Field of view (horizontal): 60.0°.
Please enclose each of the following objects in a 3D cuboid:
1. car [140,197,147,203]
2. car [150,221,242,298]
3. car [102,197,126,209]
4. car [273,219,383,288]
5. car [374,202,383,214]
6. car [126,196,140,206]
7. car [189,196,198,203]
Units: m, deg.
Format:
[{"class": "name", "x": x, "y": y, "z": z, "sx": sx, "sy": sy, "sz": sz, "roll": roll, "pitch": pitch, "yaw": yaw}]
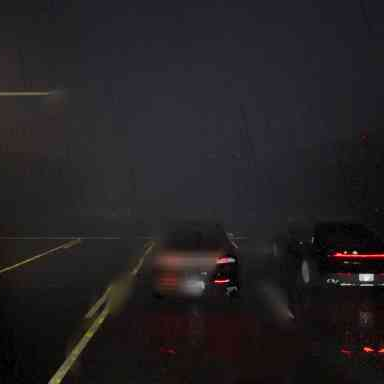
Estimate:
[{"class": "car", "x": -10.351, "y": 1.601, "z": 67.643, "sx": 1.895, "sy": 1.301, "sz": 4.718, "roll": 0, "pitch": 0, "yaw": 0}, {"class": "car", "x": 0.095, "y": 1.492, "z": 8.476, "sx": 2.128, "sy": 1.511, "sz": 4.902, "roll": 0, "pitch": 0, "yaw": 0}, {"class": "car", "x": -10.497, "y": 1.601, "z": 44.241, "sx": 1.895, "sy": 1.301, "sz": 4.718, "roll": 0, "pitch": 0, "yaw": 0}, {"class": "car", "x": 3.600, "y": 1.505, "z": 9.240, "sx": 1.837, "sy": 1.490, "sz": 4.892, "roll": 0, "pitch": 0, "yaw": 1}, {"class": "car", "x": 18.108, "y": 1.061, "z": 28.274, "sx": 4.902, "sy": 1.511, "sz": 2.128, "roll": -5, "pitch": 0, "yaw": 0}, {"class": "car", "x": -10.461, "y": 1.491, "z": 54.417, "sx": 2.128, "sy": 1.511, "sz": 4.902, "roll": 0, "pitch": 0, "yaw": 0}, {"class": "car", "x": 0.255, "y": 1.491, "z": 66.855, "sx": 2.128, "sy": 1.511, "sz": 4.902, "roll": 0, "pitch": 0, "yaw": 0}]
